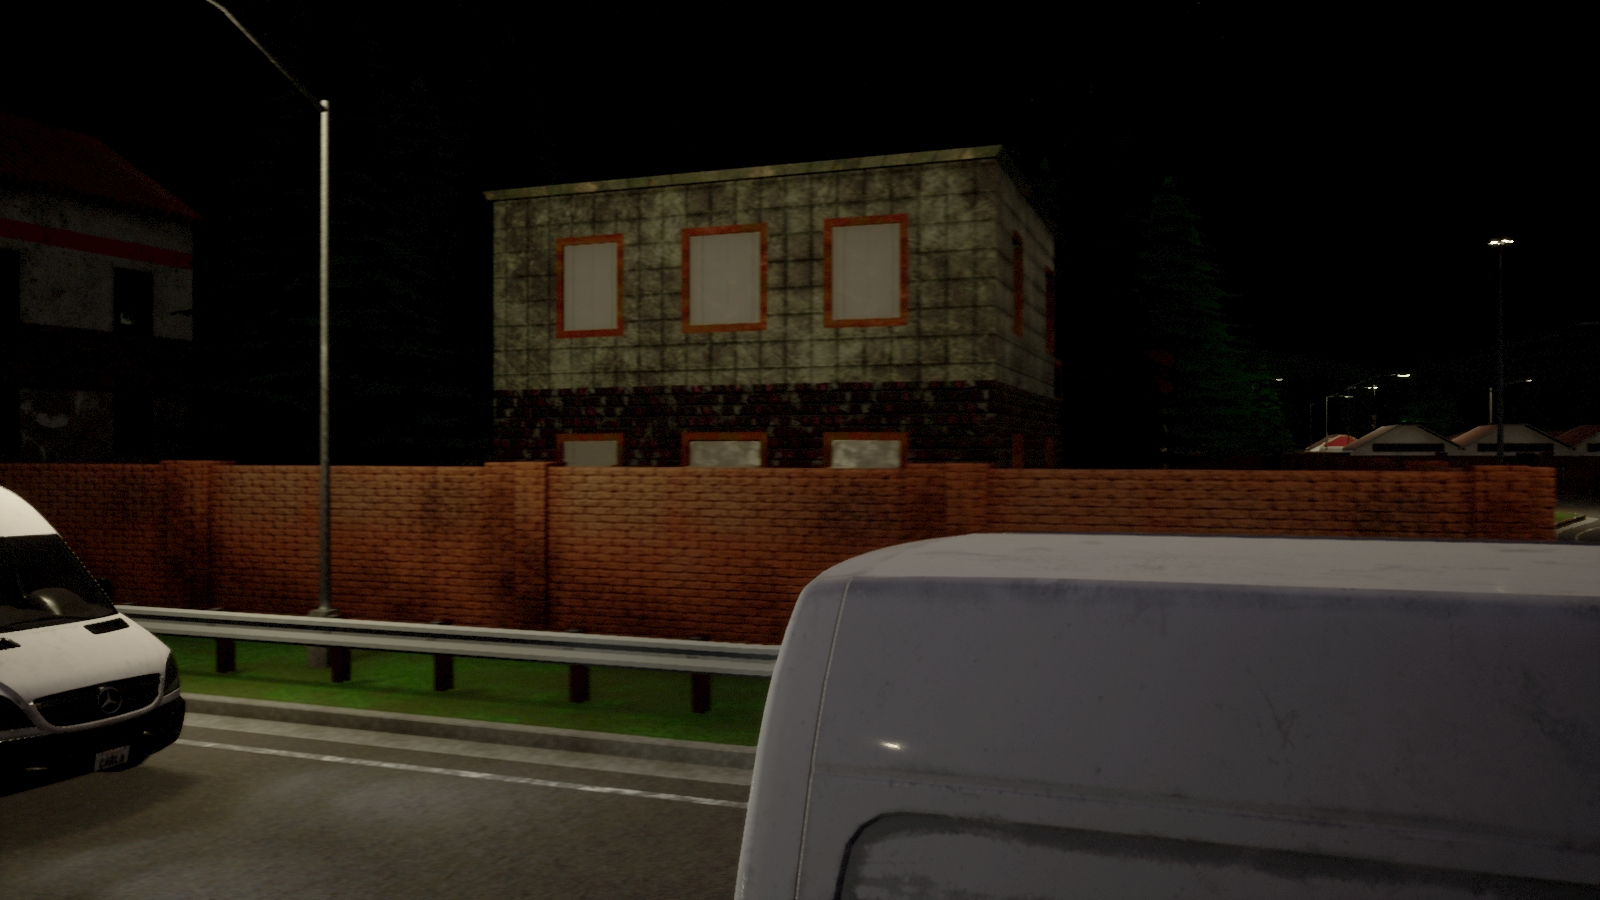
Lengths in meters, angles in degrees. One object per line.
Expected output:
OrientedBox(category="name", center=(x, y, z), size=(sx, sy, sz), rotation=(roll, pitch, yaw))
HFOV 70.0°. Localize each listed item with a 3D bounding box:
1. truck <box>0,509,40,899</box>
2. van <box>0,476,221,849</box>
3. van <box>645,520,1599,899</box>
OrientedBox(category="truck", center=(-6.959, 1.567, 5.751), size=(5.204, 2.467, 2.627), rotation=(0, 0, 20))
OrientedBox(category="van", center=(-8.101, 1.528, 9.880), size=(5.915, 2.561, 1.988), rotation=(0, 0, 20))
OrientedBox(category="van", center=(2.807, 1.535, 2.263), size=(5.915, 2.561, 1.988), rotation=(0, 0, 20))
